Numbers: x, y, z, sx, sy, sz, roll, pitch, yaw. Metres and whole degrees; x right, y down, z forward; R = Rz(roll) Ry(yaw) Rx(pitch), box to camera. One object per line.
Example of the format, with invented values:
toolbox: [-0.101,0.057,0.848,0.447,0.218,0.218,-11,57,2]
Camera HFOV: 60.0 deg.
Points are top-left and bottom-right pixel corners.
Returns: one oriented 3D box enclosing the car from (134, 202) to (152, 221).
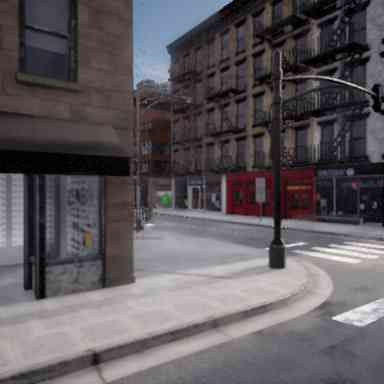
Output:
car: [-4.873,1.490,25.831,1.812,1.442,4.674,0,0,-36]
